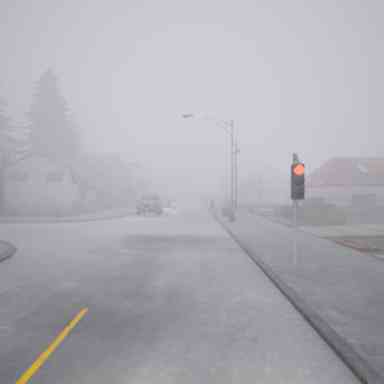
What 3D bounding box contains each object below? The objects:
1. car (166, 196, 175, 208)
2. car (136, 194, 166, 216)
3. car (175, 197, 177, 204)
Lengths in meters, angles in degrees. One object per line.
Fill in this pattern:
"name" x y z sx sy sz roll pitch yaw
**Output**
"car" -4.082 1.514 48.604 2.128 1.511 4.902 0 0 0
"car" -4.097 1.237 32.799 2.150 2.045 5.566 0 0 0
"car" -4.026 1.538 65.146 1.837 1.490 4.892 0 0 1
